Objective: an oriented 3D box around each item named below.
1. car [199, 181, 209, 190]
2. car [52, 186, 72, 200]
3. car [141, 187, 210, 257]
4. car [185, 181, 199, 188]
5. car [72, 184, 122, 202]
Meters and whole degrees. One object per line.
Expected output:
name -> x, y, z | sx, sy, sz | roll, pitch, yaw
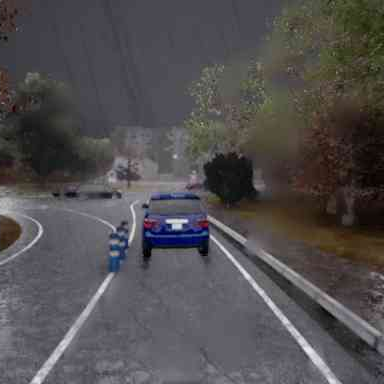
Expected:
car -> 3.714, -1.052, 46.923 | 4.553, 1.767, 2.097 | -4, 6, -42
car -> -12.307, 0.047, 35.361 | 4.718, 1.301, 1.895 | -1, 4, -18
car -> -0.706, 1.023, 12.485 | 2.150, 2.045, 5.566 | 0, 2, -6
car -> 1.208, -0.984, 49.386 | 4.718, 1.301, 1.895 | -4, 6, -43
car -> -9.358, -0.064, 33.413 | 4.553, 1.767, 2.097 | -2, 4, -23
